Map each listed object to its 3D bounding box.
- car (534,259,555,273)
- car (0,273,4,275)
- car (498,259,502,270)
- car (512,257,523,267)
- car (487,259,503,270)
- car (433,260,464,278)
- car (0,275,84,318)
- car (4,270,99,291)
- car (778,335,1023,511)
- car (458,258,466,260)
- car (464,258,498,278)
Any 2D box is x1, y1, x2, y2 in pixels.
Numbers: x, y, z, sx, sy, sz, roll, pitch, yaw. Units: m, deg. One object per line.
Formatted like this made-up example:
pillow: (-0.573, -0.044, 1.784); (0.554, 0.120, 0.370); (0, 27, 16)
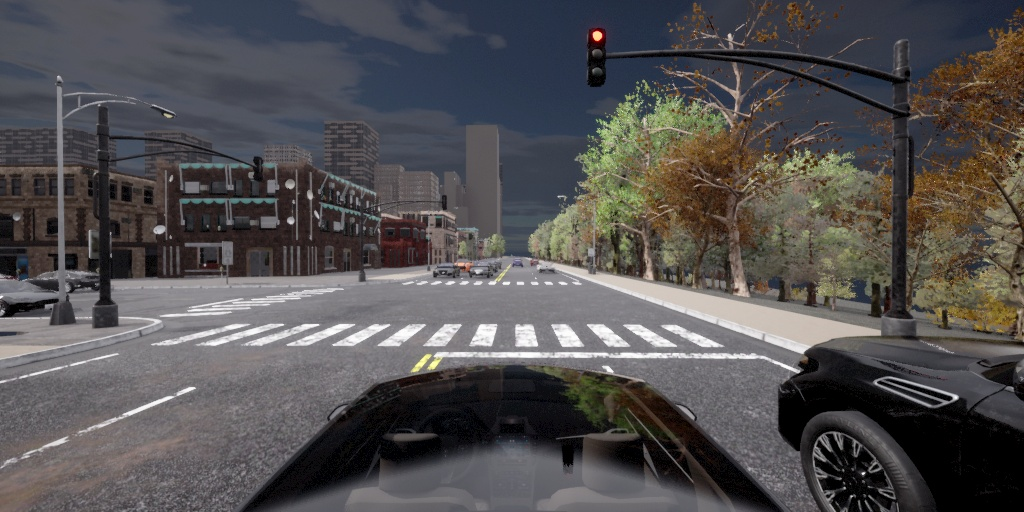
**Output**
car: (4.014, 1.336, 43.098); (1.895, 1.301, 4.718); (0, 0, 1)
car: (-33.494, 1.654, 22.458); (4.207, 1.307, 1.802); (0, 0, 1)
car: (-2.675, 1.227, 43.270); (2.128, 1.511, 4.902); (0, 0, 1)
car: (0.999, 1.252, 63.801); (1.812, 1.442, 4.674); (0, 0, 1)
car: (-2.505, 1.223, 53.512); (2.128, 1.511, 4.902); (0, 0, 1)
car: (-6.082, 1.304, 33.764); (1.994, 1.385, 4.181); (0, 0, 1)
car: (-19.767, 1.565, 13.713); (4.313, 1.339, 1.948); (0, 0, 1)
car: (-27.959, 1.560, 22.360); (4.403, 1.370, 2.007); (0, 0, 1)
car: (3.322, 0.972, 0.675); (2.150, 2.045, 5.566); (0, 0, 1)
car: (-5.916, 1.088, 43.760); (2.097, 1.767, 4.553); (0, 0, 1)
car: (-2.821, 1.232, 33.779); (2.128, 1.511, 4.902); (0, 0, 3)
